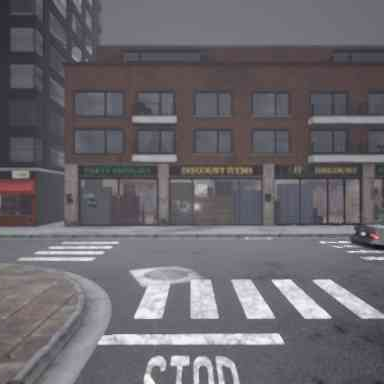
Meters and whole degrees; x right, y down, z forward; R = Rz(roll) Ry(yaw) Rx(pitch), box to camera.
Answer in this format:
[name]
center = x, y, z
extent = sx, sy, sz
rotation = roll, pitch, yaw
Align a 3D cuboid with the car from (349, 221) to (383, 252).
[car]
center = 8.398, 1.484, 11.487
extent = 5.357, 1.411, 2.033
rotation = 0, 0, 0
